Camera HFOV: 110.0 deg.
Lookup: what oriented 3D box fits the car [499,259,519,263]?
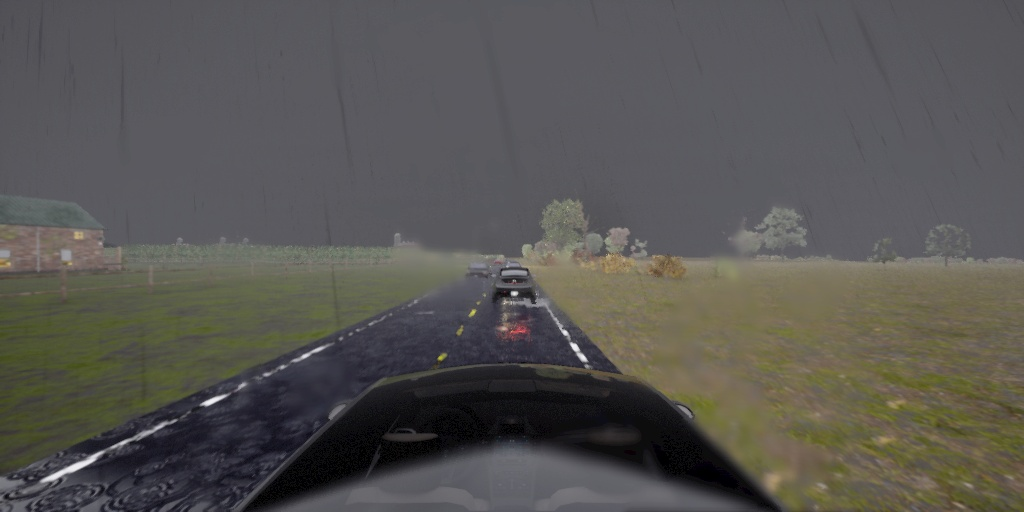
[{"bbox_3d":[0.103,1.282,35.169,2.033,1.411,5.357,0,0,0],"label":"car"}]

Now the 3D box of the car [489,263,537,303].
[{"bbox_3d":[0.103,1.248,16.667,1.837,1.490,4.892,0,0,0],"label":"car"}]

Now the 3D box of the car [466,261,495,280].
[{"bbox_3d":[-2.844,1.284,31.750,2.033,1.411,5.357,0,0,0],"label":"car"}]
